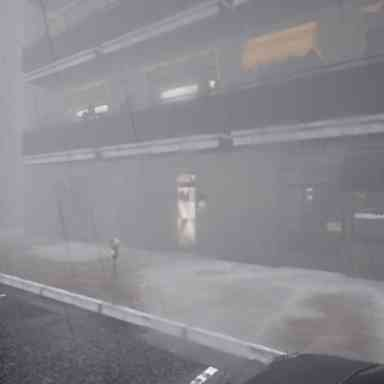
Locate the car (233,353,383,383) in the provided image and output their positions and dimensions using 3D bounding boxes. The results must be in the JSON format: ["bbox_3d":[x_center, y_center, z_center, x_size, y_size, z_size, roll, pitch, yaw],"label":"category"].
[{"bbox_3d":[1.960,1.559,1.468,4.313,1.339,1.947,-1,0,36],"label":"car"}]
